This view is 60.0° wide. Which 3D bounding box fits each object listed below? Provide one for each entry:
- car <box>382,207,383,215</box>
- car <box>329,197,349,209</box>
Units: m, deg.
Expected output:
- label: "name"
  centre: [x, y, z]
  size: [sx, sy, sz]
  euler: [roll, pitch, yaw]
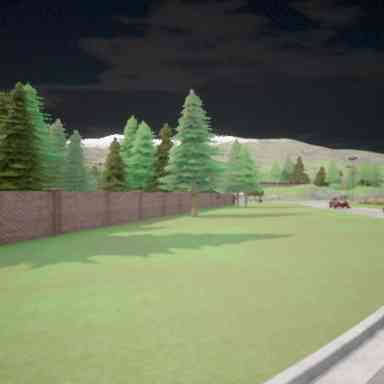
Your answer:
- label: "car"
  centre: [19.765, 1.704, 31.404]
  size: [1.895, 1.301, 4.718]
  euler: [-1, -1, 10]
- label: "car"
  centre: [22.933, 1.633, 52.050]
  size: [2.097, 1.767, 4.553]
  euler: [-1, -1, 11]
